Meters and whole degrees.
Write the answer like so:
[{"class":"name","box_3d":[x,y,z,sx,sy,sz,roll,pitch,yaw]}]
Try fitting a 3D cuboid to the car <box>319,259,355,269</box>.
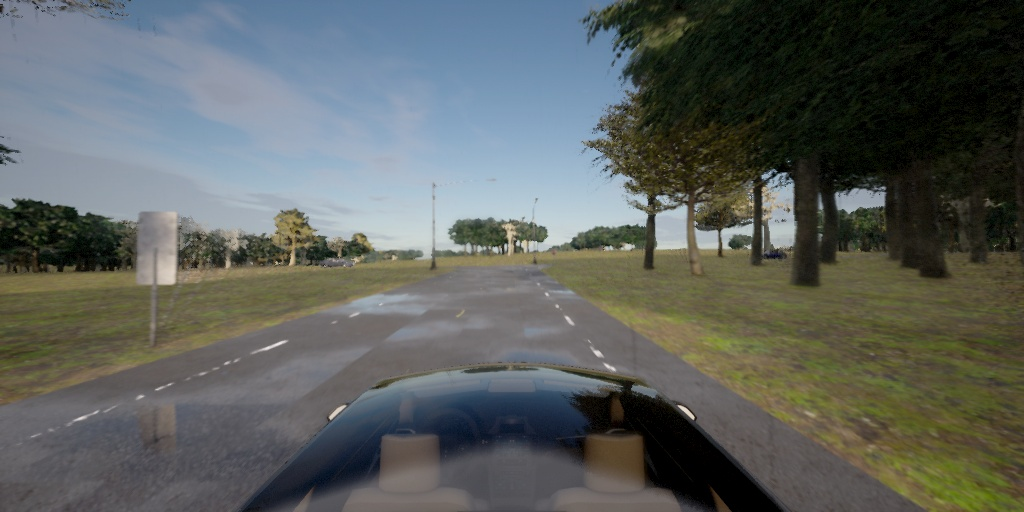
[{"class":"car","box_3d":[-25.655,1.135,52.727,4.902,1.511,2.128,-1,-2,0]}]
